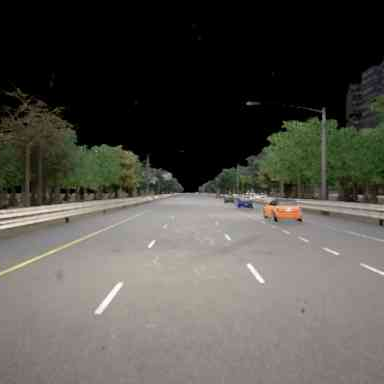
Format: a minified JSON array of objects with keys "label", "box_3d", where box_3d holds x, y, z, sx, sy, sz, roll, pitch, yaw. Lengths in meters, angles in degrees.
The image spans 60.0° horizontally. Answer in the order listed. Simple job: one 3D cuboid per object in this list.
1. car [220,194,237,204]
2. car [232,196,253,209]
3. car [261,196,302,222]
[{"label":"car","box_3d":[7.129,1.493,64.826,1.837,1.490,4.892,0,0,0]},{"label":"car","box_3d":[7.081,1.484,45.739,1.882,1.535,5.008,0,0,0]},{"label":"car","box_3d":[7.033,1.347,26.295,2.097,1.767,4.553,0,0,0]}]
